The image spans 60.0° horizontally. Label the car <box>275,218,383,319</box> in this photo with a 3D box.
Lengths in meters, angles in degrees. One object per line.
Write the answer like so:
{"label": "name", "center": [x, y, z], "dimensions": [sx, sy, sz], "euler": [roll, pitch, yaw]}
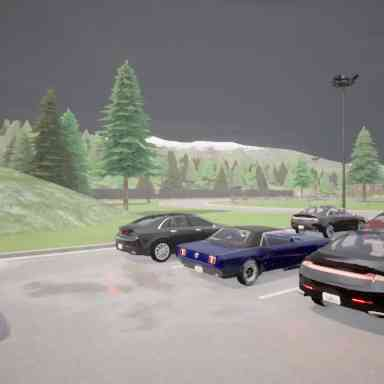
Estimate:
{"label": "car", "center": [4.207, 1.491, 6.743], "dimensions": [4.902, 1.511, 2.128], "euler": [0, 0, -36]}

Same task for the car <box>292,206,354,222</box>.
{"label": "car", "center": [7.256, 1.491, 17.510], "dimensions": [4.902, 1.511, 2.128], "euler": [0, 0, -35]}

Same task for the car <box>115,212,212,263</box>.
{"label": "car", "center": [-0.332, 1.504, 12.104], "dimensions": [4.892, 1.490, 1.837], "euler": [0, 0, -35]}

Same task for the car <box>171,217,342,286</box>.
{"label": "car", "center": [1.981, 1.601, 9.454], "dimensions": [4.718, 1.301, 1.895], "euler": [0, 0, -35]}

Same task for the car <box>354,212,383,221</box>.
{"label": "car", "center": [9.400, 1.525, 14.740], "dimensions": [4.674, 1.442, 1.812], "euler": [0, 0, -35]}
